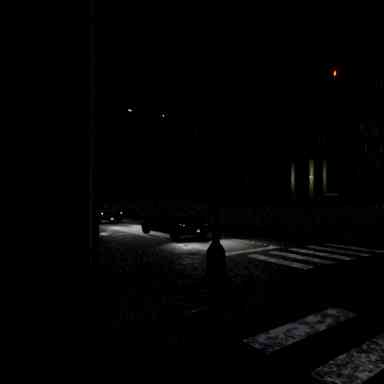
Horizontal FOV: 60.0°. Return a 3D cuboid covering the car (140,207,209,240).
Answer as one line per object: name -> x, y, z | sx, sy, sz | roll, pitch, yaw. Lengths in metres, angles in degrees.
car -> -1.066, 1.530, 17.339 | 1.812, 1.442, 4.674 | 0, 0, -36

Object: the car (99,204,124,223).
car -> -6.993, 1.608, 25.548 | 1.895, 1.301, 4.718 | 0, 0, -36
